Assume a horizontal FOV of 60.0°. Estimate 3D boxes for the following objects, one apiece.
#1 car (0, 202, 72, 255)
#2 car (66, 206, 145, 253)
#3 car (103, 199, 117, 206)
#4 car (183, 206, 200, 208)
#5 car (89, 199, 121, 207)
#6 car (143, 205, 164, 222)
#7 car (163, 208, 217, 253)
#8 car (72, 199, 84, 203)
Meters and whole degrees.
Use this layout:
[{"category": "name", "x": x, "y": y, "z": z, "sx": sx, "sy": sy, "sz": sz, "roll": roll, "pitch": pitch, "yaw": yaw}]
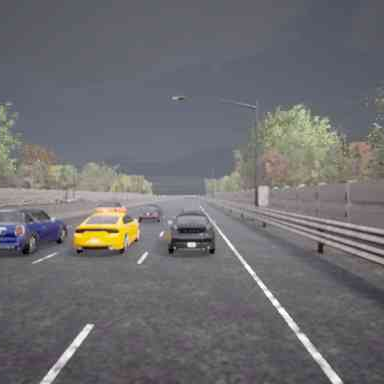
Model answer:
[{"category": "car", "x": -7.008, "y": 1.487, "z": 14.079, "sx": 2.097, "sy": 1.767, "sz": 4.553, "roll": 0, "pitch": -1, "yaw": 0}, {"category": "car", "x": -3.504, "y": 1.619, "z": 14.477, "sx": 1.882, "sy": 1.535, "sz": 5.008, "roll": 0, "pitch": 0, "yaw": 0}, {"category": "car", "x": -17.555, "y": 2.233, "z": 71.762, "sx": 1.837, "sy": 1.490, "sz": 4.892, "roll": 0, "pitch": -1, "yaw": 0}, {"category": "car", "x": -0.020, "y": 1.887, "z": 29.116, "sx": 1.895, "sy": 1.301, "sz": 4.718, "roll": 0, "pitch": -1, "yaw": 0}, {"category": "car", "x": -7.020, "y": 1.636, "z": 29.080, "sx": 2.097, "sy": 1.767, "sz": 4.553, "roll": 0, "pitch": -1, "yaw": 0}, {"category": "car", "x": -3.521, "y": 1.832, "z": 28.995, "sx": 2.033, "sy": 1.411, "sz": 5.357, "roll": 0, "pitch": -1, "yaw": 0}, {"category": "car", "x": -0.006, "y": 1.647, "z": 14.303, "sx": 1.837, "sy": 1.490, "sz": 4.892, "roll": 0, "pitch": 0, "yaw": 0}, {"category": "car", "x": -24.555, "y": 2.286, "z": 71.756, "sx": 1.994, "sy": 1.385, "sz": 4.181, "roll": 0, "pitch": -1, "yaw": 0}]
